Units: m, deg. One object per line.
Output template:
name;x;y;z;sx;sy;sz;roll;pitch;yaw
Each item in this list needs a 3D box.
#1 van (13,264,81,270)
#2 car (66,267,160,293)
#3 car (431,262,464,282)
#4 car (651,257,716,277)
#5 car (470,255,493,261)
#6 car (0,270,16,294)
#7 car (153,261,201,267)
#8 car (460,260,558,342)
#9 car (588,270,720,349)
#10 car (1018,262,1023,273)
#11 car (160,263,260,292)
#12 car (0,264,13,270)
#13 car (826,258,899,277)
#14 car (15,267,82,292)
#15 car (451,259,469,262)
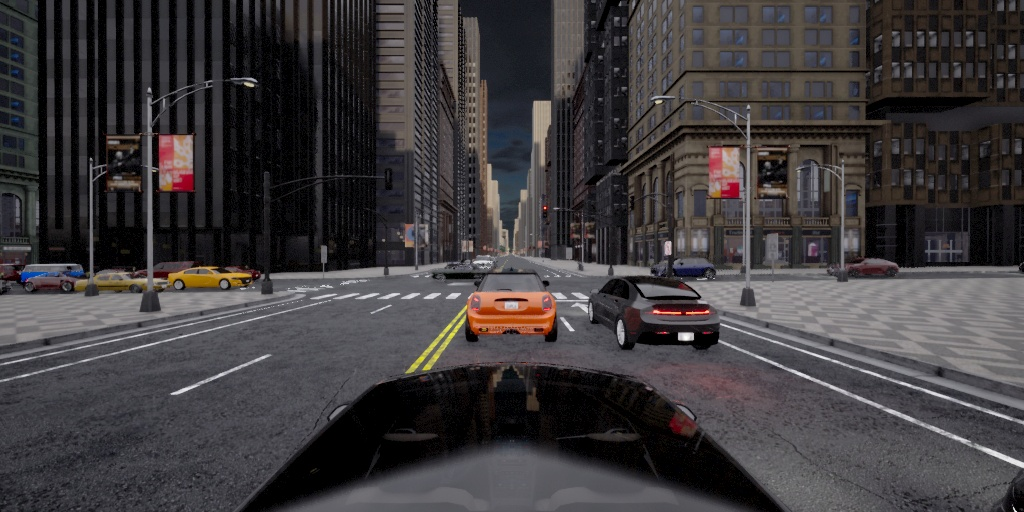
van;-39.303;1.578;30.689;3.998;1.789;1.690;0;0;0
car;-23.880;1.593;22.147;4.829;1.417;1.751;0;0;0
car;-3.874;1.334;28.026;4.718;1.301;1.895;0;0;0
car;13.266;0.889;28.040;4.553;1.767;2.097;-1;0;0
car;-3.449;0.952;43.358;2.150;2.045;5.566;0;0;0
car;-33.822;1.751;22.145;4.403;1.370;2.007;0;0;0
car;-29.128;1.414;30.680;5.009;1.841;2.192;0;0;0
car;-0.007;1.101;9.963;2.097;1.767;4.553;0;0;0
car;3.235;1.254;9.102;1.837;1.490;4.892;0;0;0
car;42.955;0.647;28.035;4.892;1.490;1.837;0;0;0
car;-20.782;1.489;24.807;5.008;1.535;1.882;-1;0;0
car;-44.390;1.621;30.694;5.009;1.841;2.192;0;0;0
car;27.411;0.873;28.054;4.674;1.442;1.812;-1;0;0
car;-30.780;1.711;24.819;4.181;1.385;1.994;-1;0;1
car;-6.697;1.295;42.515;1.994;1.385;4.181;0;0;0
